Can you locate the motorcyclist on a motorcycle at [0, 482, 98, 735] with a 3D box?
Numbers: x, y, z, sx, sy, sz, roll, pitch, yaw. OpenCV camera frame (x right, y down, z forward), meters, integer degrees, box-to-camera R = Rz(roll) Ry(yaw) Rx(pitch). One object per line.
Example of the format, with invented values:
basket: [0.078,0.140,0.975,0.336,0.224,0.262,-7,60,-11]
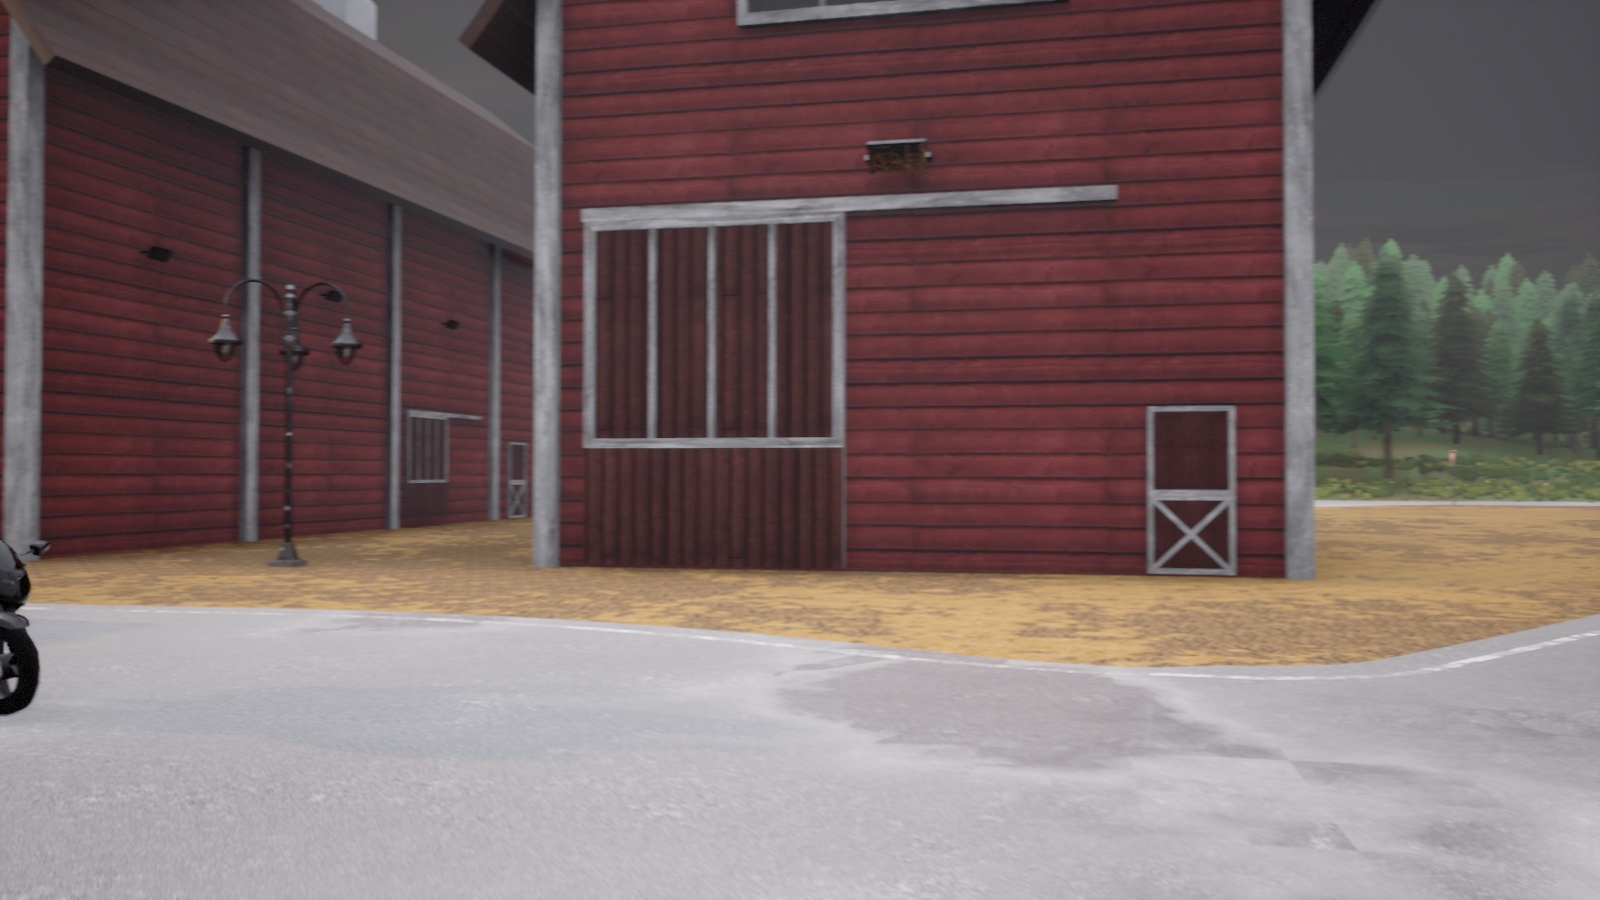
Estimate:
motorcyclist on a motorcycle: [-5.726,0.990,8.225,2.044,1.523,0.797,-1,-2,18]
